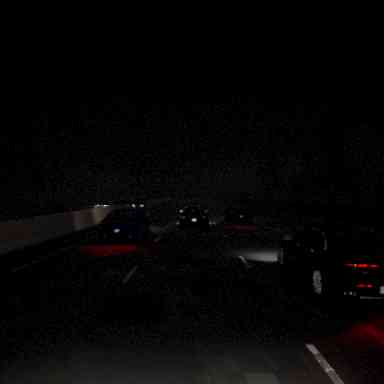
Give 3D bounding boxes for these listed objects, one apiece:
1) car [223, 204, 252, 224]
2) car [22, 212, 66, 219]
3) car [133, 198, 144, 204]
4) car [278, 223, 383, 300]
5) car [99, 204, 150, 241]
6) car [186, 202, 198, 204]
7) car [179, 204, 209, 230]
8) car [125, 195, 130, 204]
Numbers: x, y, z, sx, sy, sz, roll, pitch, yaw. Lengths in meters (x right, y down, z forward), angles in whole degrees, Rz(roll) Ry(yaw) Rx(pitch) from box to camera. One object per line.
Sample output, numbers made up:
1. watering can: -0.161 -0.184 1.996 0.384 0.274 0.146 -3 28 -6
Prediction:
1. car: 3.641 1.678 27.074 1.882 1.535 5.008 0 0 0
2. car: -10.564 1.645 24.225 1.882 1.535 5.008 0 -1 0
3. car: -11.342 1.983 71.365 1.882 1.535 5.008 0 0 -1
4. car: 3.612 1.571 8.537 1.837 1.490 4.892 0 0 0
5. car: -3.372 1.602 17.417 1.882 1.535 5.008 0 0 0
6. car: -0.024 1.899 41.031 1.895 1.301 4.718 0 0 -1
7. car: 0.136 1.730 22.745 1.994 1.385 4.181 0 0 0
8. car: -14.850 1.728 71.678 2.150 2.045 5.566 0 0 -1
